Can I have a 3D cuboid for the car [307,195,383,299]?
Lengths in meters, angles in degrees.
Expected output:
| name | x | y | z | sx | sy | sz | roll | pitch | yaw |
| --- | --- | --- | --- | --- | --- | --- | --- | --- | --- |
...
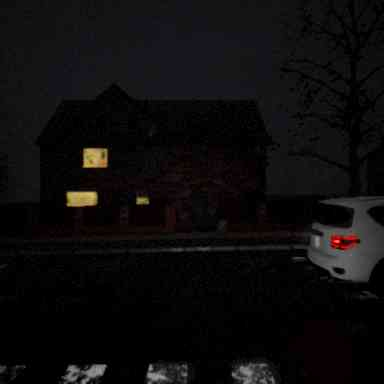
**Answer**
| name | x | y | z | sx | sy | sz | roll | pitch | yaw |
| --- | --- | --- | --- | --- | --- | --- | --- | --- | --- |
| car | 5.479 | 1.081 | 7.422 | 5.566 | 2.045 | 2.150 | -2 | 1 | 0 |
